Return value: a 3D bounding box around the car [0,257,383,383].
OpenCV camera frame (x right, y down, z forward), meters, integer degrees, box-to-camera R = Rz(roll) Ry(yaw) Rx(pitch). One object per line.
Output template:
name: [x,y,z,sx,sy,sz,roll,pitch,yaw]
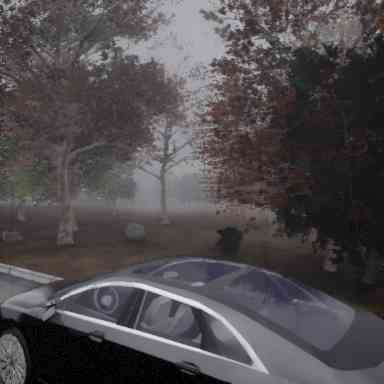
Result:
car: [-0.287,1.496,3.583,4.902,1.511,2.128,0,0,36]
